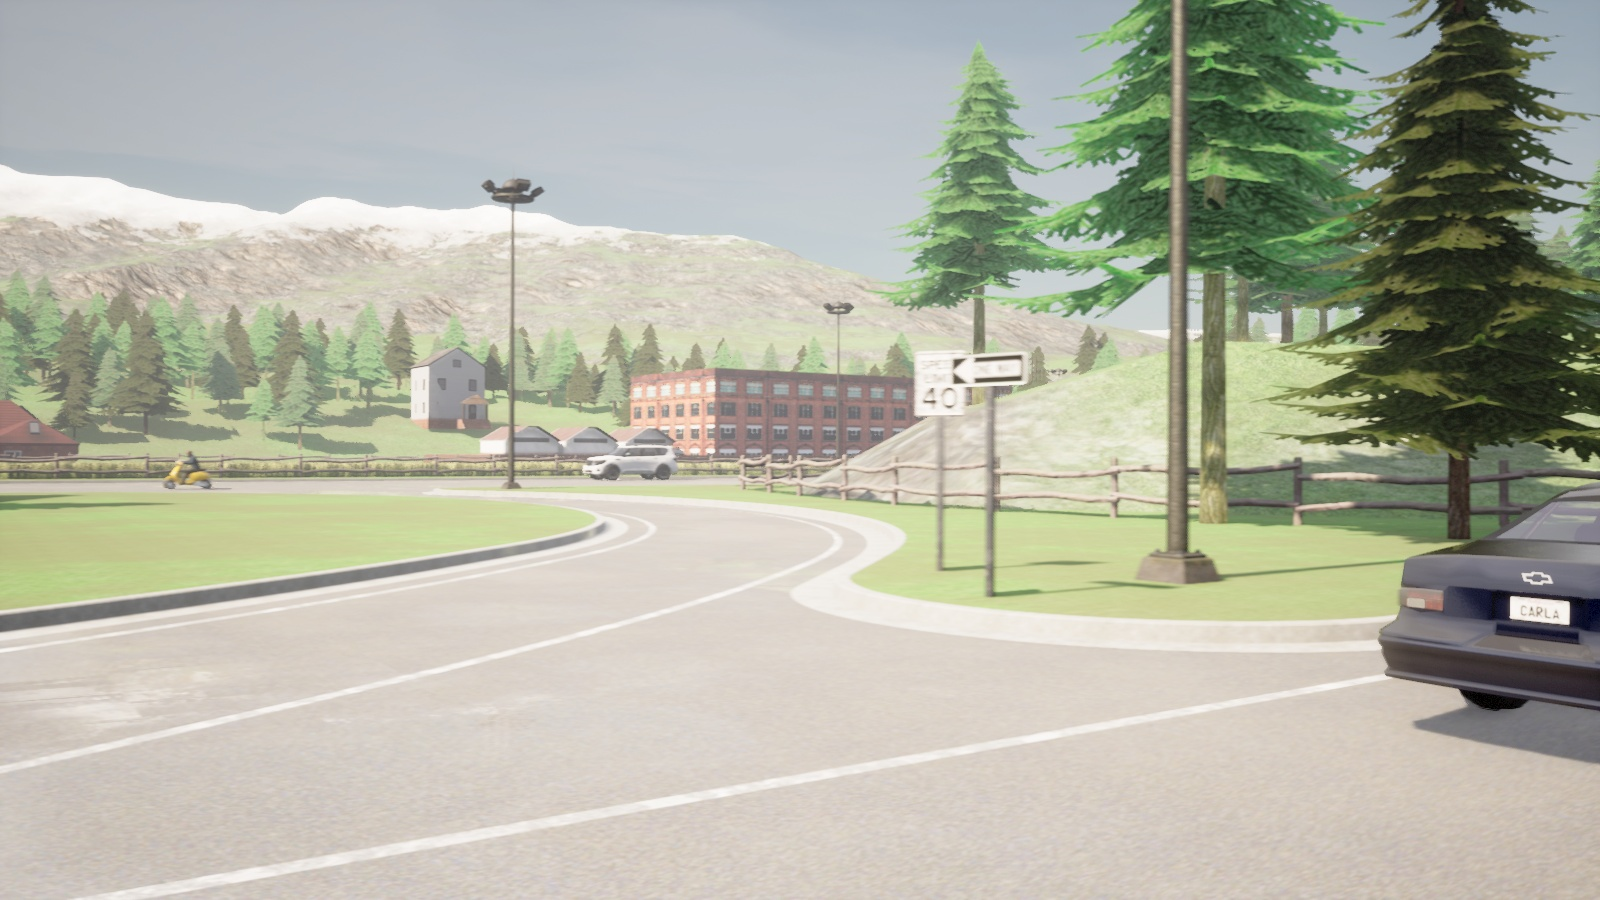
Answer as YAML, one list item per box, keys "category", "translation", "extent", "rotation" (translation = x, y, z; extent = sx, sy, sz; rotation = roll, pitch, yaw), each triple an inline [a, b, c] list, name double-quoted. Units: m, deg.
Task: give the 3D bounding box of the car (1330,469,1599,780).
- category: "car"
  translation: [5.708, 0.831, 7.631]
  extent: [5.357, 1.411, 2.033]
  rotation: [0, 0, -35]

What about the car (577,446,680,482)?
- category: "car"
  translation: [-9.932, 0.785, 72.991]
  extent: [5.566, 2.045, 2.150]
  rotation: [0, 0, -35]

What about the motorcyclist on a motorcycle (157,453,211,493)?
- category: "motorcyclist on a motorcycle"
  translation: [-24.581, 0.903, 50.084]
  extent: [1.817, 1.590, 0.866]
  rotation: [0, 0, -35]
